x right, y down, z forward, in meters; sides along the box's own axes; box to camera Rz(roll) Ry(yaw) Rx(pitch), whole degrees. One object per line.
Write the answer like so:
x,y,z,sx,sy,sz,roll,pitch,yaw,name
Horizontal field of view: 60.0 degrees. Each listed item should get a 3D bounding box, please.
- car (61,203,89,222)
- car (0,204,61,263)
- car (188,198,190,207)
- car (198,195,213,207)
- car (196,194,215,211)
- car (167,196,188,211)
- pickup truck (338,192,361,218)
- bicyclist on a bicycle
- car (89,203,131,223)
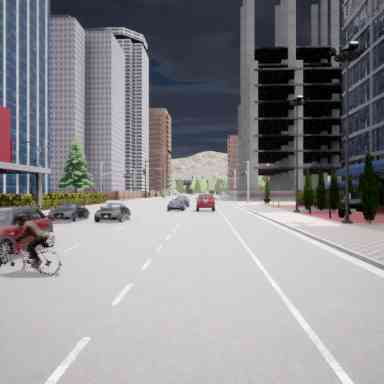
-9.536,1.564,26.055,1.994,1.385,4.181,0,0,2,car
-6.709,1.352,11.640,2.097,1.767,4.553,0,0,2,car
-1.463,1.352,50.282,2.097,1.767,4.553,0,0,2,car
2.046,1.352,50.475,2.097,1.767,4.553,0,0,2,car
1.631,1.221,39.911,2.150,2.045,5.566,0,0,2,car
-1.858,1.564,40.291,1.994,1.385,4.181,0,0,2,car
14.200,1.059,28.443,2.390,2.098,6.274,0,0,33,pickup truck
-4.321,1.455,8.865,1.656,1.620,0.582,-2,0,2,bicyclist on a bicycle
-6.049,1.564,25.704,1.994,1.385,4.181,0,0,2,car
